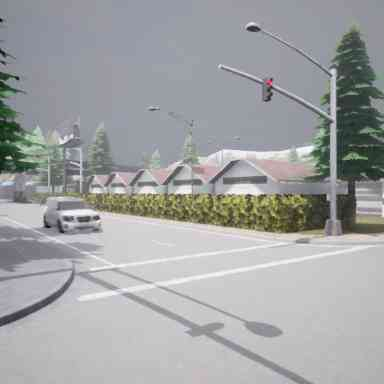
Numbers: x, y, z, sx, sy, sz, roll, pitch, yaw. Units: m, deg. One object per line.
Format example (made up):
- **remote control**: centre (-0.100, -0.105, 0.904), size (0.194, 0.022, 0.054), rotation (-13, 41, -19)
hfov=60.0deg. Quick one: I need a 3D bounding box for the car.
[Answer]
- **car**: centre (-7.302, 1.350, 19.821), size (2.150, 2.045, 5.566), rotation (0, 1, -36)
